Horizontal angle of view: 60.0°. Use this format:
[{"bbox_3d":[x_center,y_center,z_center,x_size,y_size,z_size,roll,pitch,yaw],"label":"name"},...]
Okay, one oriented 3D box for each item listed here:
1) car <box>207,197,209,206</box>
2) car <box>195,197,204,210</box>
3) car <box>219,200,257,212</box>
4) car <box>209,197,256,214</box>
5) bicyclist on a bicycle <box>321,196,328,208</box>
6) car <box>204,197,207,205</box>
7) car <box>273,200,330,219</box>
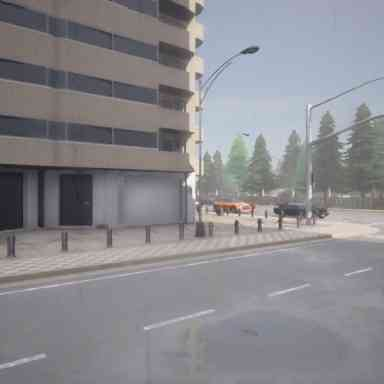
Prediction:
[{"bbox_3d":[2.570,1.601,57.434,2.033,1.411,5.357,0,0,-34],"label":"car"},{"bbox_3d":[-0.958,1.532,44.079,1.882,1.535,5.008,0,0,-36],"label":"car"},{"bbox_3d":[5.571,1.655,40.996,1.895,1.301,4.718,0,0,-36],"label":"car"},{"bbox_3d":[4.396,1.406,36.646,2.097,1.767,4.553,0,0,-36],"label":"car"},{"bbox_3d":[17.331,1.354,43.469,1.656,1.620,0.582,0,0,-36],"label":"bicyclist on a bicycle"},{"bbox_3d":[-0.231,1.618,49.058,1.994,1.385,4.181,0,0,-36],"label":"car"},{"bbox_3d":[9.613,1.655,29.414,1.895,1.301,4.718,0,0,-36],"label":"car"}]
